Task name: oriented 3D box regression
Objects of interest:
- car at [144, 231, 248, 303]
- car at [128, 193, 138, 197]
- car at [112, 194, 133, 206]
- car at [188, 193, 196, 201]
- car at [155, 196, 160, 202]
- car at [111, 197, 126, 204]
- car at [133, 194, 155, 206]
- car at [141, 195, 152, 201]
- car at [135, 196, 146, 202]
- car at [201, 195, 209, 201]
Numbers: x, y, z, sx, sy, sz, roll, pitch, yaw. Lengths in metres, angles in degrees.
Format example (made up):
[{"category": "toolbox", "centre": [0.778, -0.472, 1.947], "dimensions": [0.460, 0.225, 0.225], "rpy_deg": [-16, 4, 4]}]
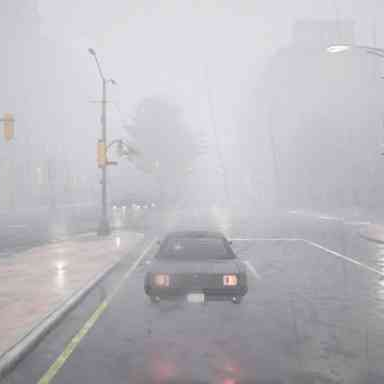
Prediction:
[{"category": "car", "centre": [0.075, 1.601, 8.160], "dimensions": [1.895, 1.301, 4.718], "rpy_deg": [0, 0, 0]}, {"category": "car", "centre": [-11.537, 1.221, 64.520], "dimensions": [2.150, 2.045, 5.566], "rpy_deg": [0, 0, 1]}, {"category": "car", "centre": [-11.588, 1.525, 55.107], "dimensions": [1.812, 1.442, 4.674], "rpy_deg": [0, 0, 0]}, {"category": "car", "centre": [0.000, 1.540, 85.800], "dimensions": [2.033, 1.411, 5.357], "rpy_deg": [0, 0, 0]}, {"category": "car", "centre": [-8.029, 1.564, 65.742], "dimensions": [1.994, 1.385, 4.181], "rpy_deg": [0, 0, 1]}, {"category": "car", "centre": [-14.749, 1.595, 66.814], "dimensions": [1.895, 1.301, 4.718], "rpy_deg": [0, 0, 0]}, {"category": "car", "centre": [-8.088, 1.547, 56.506], "dimensions": [2.033, 1.411, 5.357], "rpy_deg": [0, 0, 0]}, {"category": "car", "centre": [-11.500, 1.525, 84.637], "dimensions": [2.128, 1.511, 4.902], "rpy_deg": [0, 0, 0]}, {"category": "car", "centre": [-11.500, 1.552, 74.403], "dimensions": [1.994, 1.385, 4.181], "rpy_deg": [0, 0, 0]}, {"category": "car", "centre": [3.500, 1.595, 86.978], "dimensions": [1.895, 1.301, 4.718], "rpy_deg": [0, 0, 0]}]
